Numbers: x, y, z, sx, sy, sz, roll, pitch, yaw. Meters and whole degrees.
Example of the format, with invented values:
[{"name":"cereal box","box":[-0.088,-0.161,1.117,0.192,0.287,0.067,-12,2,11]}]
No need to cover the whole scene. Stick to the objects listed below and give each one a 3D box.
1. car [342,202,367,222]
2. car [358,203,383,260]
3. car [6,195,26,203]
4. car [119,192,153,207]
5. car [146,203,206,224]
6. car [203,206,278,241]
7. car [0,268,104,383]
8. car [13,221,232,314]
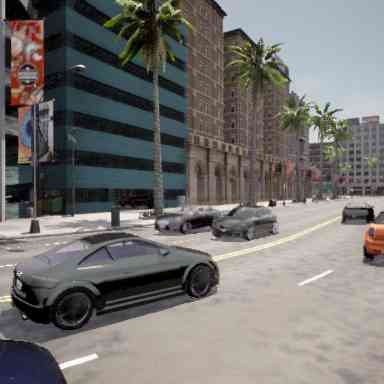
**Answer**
[{"name":"car","box":[12.636,1.481,25.241,2.128,1.511,4.902,0,0,32]},{"name":"car","box":[7.603,1.348,11.748,2.097,1.767,4.553,0,0,38]},{"name":"car","box":[-33.416,1.341,61.943,2.161,1.482,4.786,0,0,32]},{"name":"car","box":[-7.688,0.987,46.314,2.435,2.045,5.566,0,0,32]},{"name":"car","box":[-0.081,1.477,18.876,2.128,1.511,4.902,0,0,36]},{"name":"car","box":[2.833,1.493,16.955,1.837,1.490,4.892,0,0,36]},{"name":"car","box":[-2.706,1.561,1.660,4.181,1.385,1.994,0,0,-34]},{"name":"car","box":[-1.409,1.557,6.963,4.181,1.385,1.994,0,0,-39]}]
